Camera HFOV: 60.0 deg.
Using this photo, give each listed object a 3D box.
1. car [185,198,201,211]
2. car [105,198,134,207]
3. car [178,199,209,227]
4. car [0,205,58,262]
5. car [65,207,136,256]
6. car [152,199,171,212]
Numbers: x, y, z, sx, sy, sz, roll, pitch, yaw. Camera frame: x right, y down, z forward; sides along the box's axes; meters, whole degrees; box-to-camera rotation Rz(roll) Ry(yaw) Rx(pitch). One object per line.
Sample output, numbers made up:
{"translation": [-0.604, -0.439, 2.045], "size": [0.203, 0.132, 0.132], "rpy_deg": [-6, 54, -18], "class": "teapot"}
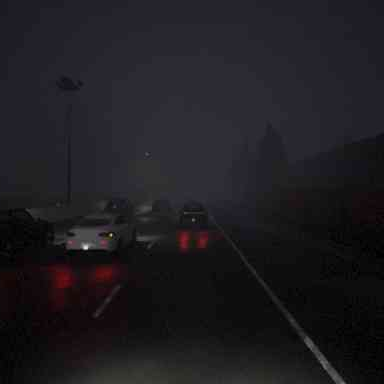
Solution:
{"translation": [0.086, 1.547, 41.640], "size": [1.812, 1.442, 4.674], "rpy_deg": [0, 0, 0], "class": "car"}
{"translation": [-6.907, 1.368, 32.002], "size": [2.097, 1.767, 4.553], "rpy_deg": [0, 0, 0], "class": "car"}
{"translation": [0.093, 1.504, 22.699], "size": [2.128, 1.511, 4.902], "rpy_deg": [0, 0, 0], "class": "car"}
{"translation": [-6.903, 1.358, 12.279], "size": [2.097, 1.767, 4.553], "rpy_deg": [0, 0, 0], "class": "car"}
{"translation": [-3.403, 1.532, 12.973], "size": [1.812, 1.442, 4.674], "rpy_deg": [0, 0, 0], "class": "car"}
{"translation": [-3.409, 1.497, 38.214], "size": [1.882, 1.535, 5.008], "rpy_deg": [0, 0, 0], "class": "car"}
